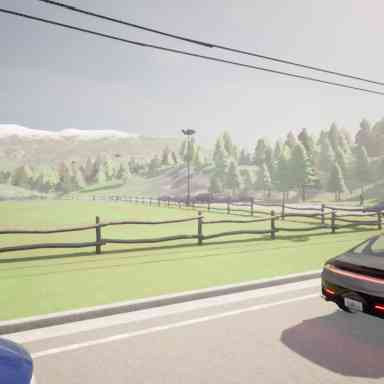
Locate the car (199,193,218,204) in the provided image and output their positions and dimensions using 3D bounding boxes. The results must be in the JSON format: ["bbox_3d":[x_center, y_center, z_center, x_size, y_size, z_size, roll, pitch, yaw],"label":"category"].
[{"bbox_3d":[2.193,1.223,65.245,2.150,2.045,5.566,0,0,-28],"label":"car"}]

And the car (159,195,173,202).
[{"bbox_3d":[-5.987,1.449,73.022,1.837,1.490,4.892,0,0,-28],"label":"car"}]

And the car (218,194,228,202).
[{"bbox_3d":[4.846,1.565,67.697,1.994,1.385,4.181,0,0,-28],"label":"car"}]

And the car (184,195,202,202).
[{"bbox_3d":[0.172,1.425,76.349,1.882,1.535,5.008,0,0,-28],"label":"car"}]

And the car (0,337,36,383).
[{"bbox_3d":[-3.412,1.526,1.795,4.674,1.442,1.812,0,0,-29],"label":"car"}]

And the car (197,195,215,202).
[{"bbox_3d":[3.252,1.470,78.012,2.128,1.511,4.902,0,0,-28],"label":"car"}]

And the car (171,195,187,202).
[{"bbox_3d":[-2.907,1.474,74.686,1.812,1.442,4.674,0,0,-28],"label":"car"}]

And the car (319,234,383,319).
[{"bbox_3d":[4.578,1.492,6.201,4.902,1.511,2.128,0,0,-28],"label":"car"}]

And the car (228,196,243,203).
[{"bbox_3d":[7.940,1.554,69.334,1.994,1.385,4.181,0,0,-28],"label":"car"}]

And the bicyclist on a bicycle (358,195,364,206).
[{"bbox_3d":[26.178,1.305,51.490,1.656,1.620,0.582,0,0,-28],"label":"bicyclist on a bicycle"}]

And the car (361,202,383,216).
[{"bbox_3d":[17.551,1.527,29.665,1.812,1.442,4.674,0,0,-28],"label":"car"}]

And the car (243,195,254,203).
[{"bbox_3d":[11.213,1.501,70.639,1.837,1.490,4.892,0,0,-28],"label":"car"}]

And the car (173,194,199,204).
[{"bbox_3d":[-1.161,1.353,64.089,2.097,1.767,4.553,0,0,-28],"label":"car"}]

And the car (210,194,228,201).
[{"bbox_3d":[6.346,1.300,79.649,2.097,1.767,4.553,0,0,-28],"label":"car"}]
